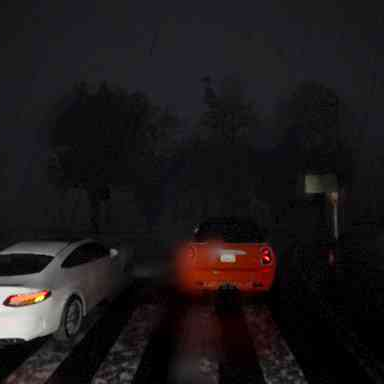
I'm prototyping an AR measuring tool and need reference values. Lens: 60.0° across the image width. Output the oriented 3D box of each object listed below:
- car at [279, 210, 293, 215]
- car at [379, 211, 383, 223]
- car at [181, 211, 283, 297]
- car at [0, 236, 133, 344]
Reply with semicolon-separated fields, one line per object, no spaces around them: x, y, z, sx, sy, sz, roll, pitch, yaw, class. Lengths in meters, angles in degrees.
18.840;4.482;70.392;4.902;1.511;2.128;-4;-6;41;car
19.745;2.225;32.448;1.994;1.385;4.181;-4;-3;43;car
1.073;1.407;8.970;2.097;1.767;4.553;-1;-1;9;car
-2.589;1.596;6.571;1.812;1.442;4.674;-1;-1;6;car
